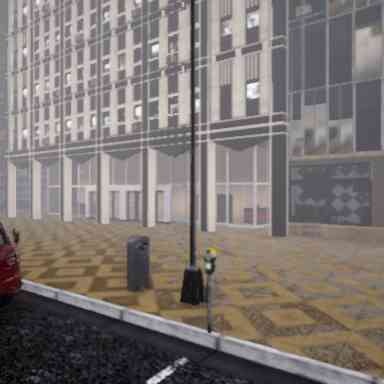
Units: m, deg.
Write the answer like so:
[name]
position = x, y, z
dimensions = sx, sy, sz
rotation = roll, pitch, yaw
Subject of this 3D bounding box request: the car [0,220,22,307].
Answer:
[car]
position = -5.458, 1.386, 6.746
dimensions = 5.009, 1.841, 2.192
rotation = -1, 0, 35
